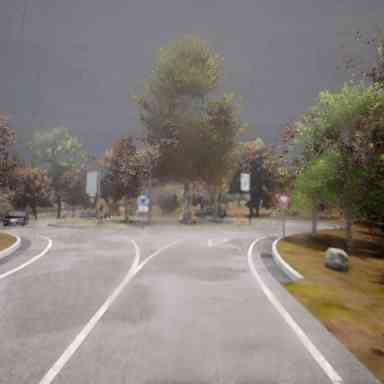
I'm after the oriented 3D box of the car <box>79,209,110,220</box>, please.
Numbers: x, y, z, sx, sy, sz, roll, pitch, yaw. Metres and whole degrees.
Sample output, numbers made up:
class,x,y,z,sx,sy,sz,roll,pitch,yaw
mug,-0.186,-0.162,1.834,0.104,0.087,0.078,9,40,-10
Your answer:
class,x,y,z,sx,sy,sz,roll,pitch,yaw
car,-15.240,3.501,52.287,4.892,1.490,1.837,1,-4,-44

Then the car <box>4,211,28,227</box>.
class,x,y,z,sx,sy,sz,roll,pitch,yaw
car,-18.074,2.722,34.336,2.128,1.511,4.902,1,-3,-21

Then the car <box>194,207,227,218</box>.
class,x,y,z,sx,sy,sz,roll,pitch,yaw
car,3.198,3.559,56.478,5.566,2.045,2.150,-1,-3,22
